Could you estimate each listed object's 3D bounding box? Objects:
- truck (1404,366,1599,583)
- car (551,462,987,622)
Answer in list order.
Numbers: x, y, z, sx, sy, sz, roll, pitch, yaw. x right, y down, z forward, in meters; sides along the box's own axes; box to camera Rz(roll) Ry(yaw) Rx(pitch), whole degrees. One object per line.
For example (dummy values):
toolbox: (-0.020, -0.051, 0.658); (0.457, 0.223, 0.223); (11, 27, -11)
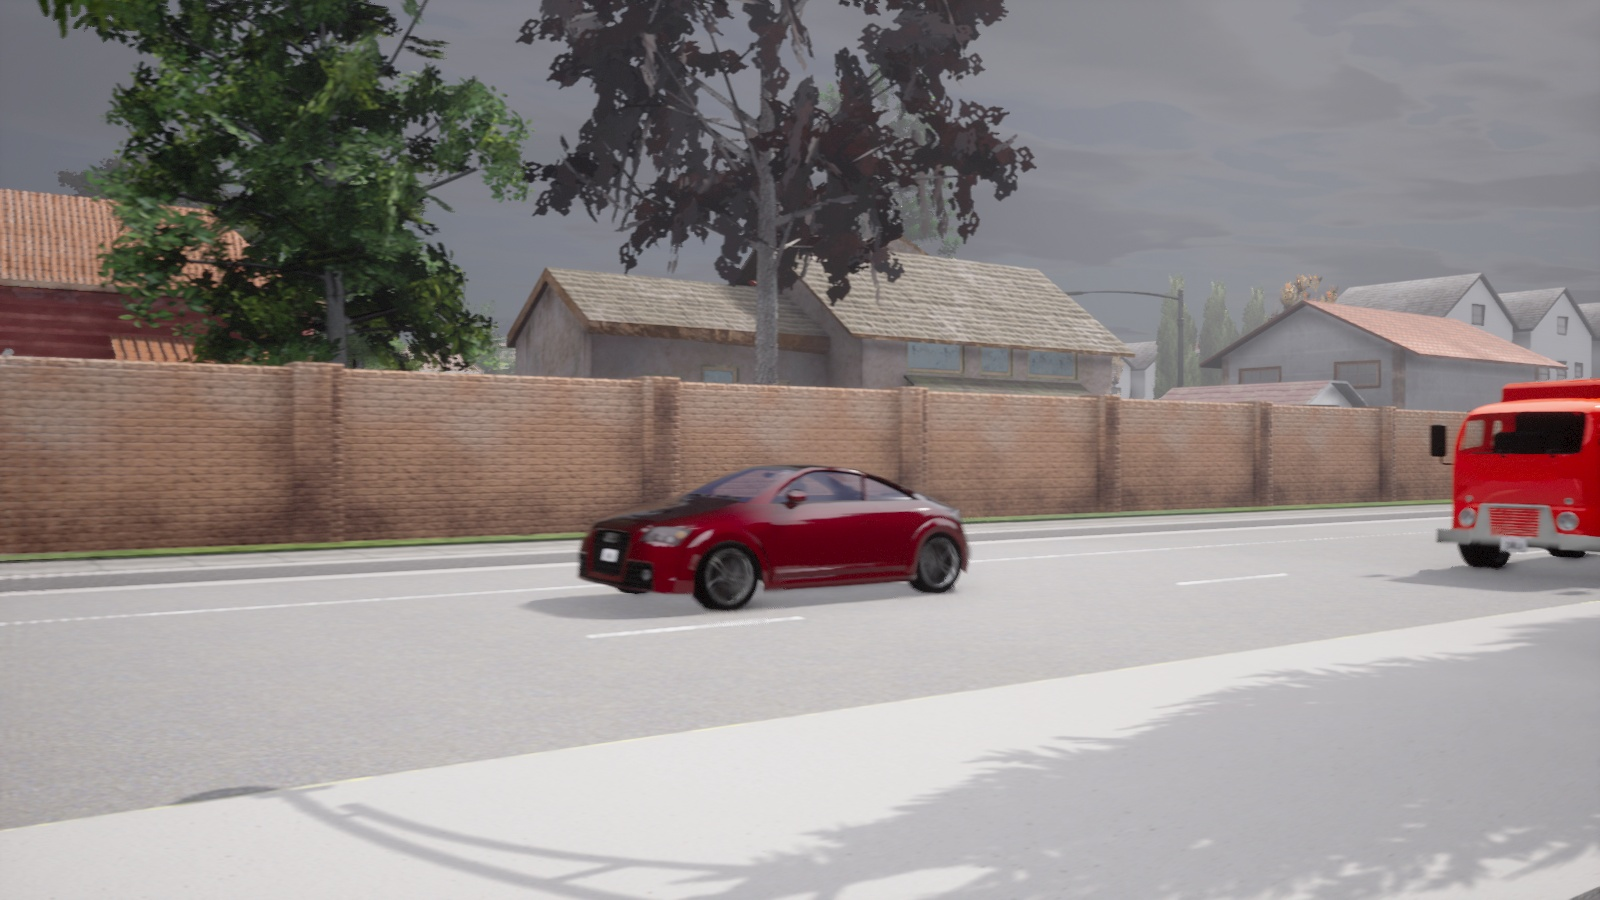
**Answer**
truck: (10.660, 0.276, 16.563); (5.204, 2.467, 2.627); (0, 0, -35)
car: (-0.265, 0.842, 13.221); (4.181, 1.385, 1.994); (0, 0, -35)
